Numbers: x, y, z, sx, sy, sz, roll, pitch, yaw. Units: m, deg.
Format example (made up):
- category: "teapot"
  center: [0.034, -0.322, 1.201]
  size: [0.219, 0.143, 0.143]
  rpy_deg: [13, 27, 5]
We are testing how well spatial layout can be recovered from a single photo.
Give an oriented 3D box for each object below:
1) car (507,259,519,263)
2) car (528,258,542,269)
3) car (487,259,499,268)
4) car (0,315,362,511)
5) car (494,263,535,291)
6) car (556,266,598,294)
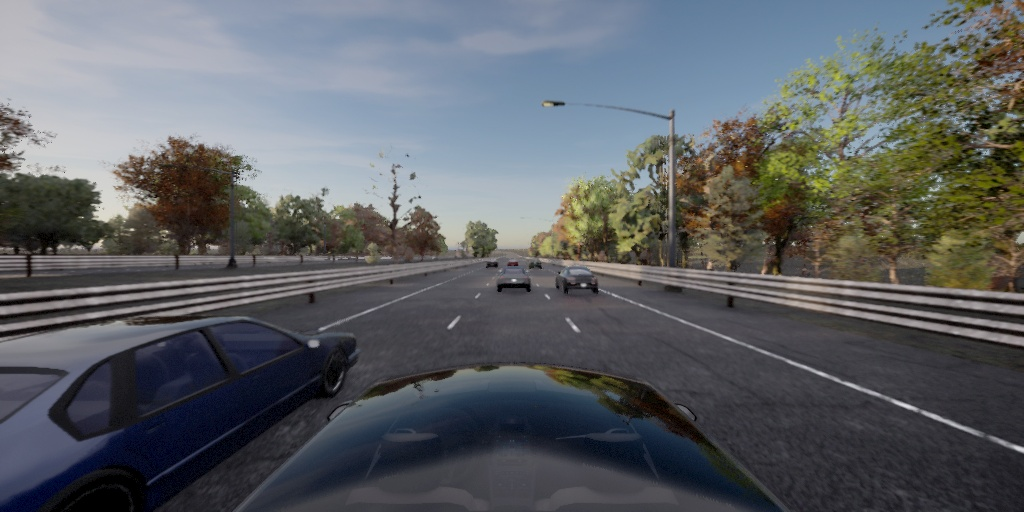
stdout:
- category: "car"
  center: [0.166, 1.294, 63.165]
  size: [1.882, 1.535, 5.008]
  rpy_deg: [0, 0, 0]
- category: "car"
  center: [3.660, 1.163, 58.689]
  size: [2.097, 1.767, 4.553]
  rpy_deg: [0, 0, 0]
- category: "car"
  center: [-3.336, 1.294, 63.077]
  size: [1.882, 1.535, 5.008]
  rpy_deg: [0, 0, 0]
- category: "car"
  center: [-3.399, 1.300, 3.448]
  size: [2.033, 1.411, 5.357]
  rpy_deg: [0, 0, 0]
- category: "car"
  center: [0.121, 1.337, 22.058]
  size: [1.994, 1.385, 4.181]
  rpy_deg: [0, 0, 0]
- category: "car"
  center: [3.622, 1.296, 20.405]
  size: [1.812, 1.442, 4.674]
  rpy_deg: [0, 0, 0]
